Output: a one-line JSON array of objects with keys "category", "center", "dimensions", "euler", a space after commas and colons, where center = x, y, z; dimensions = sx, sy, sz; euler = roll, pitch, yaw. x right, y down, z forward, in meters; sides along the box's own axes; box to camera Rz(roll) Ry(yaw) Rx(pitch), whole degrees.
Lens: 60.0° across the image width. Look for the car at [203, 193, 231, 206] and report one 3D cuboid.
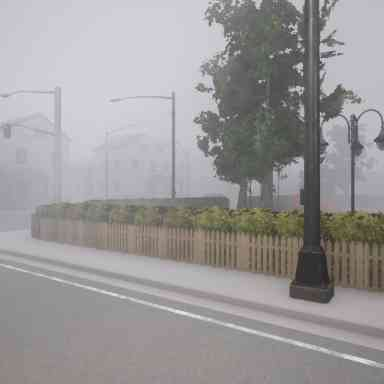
[{"category": "car", "center": [3.515, 1.221, 48.168], "dimensions": [2.150, 2.045, 5.566], "euler": [0, 0, 35]}]
